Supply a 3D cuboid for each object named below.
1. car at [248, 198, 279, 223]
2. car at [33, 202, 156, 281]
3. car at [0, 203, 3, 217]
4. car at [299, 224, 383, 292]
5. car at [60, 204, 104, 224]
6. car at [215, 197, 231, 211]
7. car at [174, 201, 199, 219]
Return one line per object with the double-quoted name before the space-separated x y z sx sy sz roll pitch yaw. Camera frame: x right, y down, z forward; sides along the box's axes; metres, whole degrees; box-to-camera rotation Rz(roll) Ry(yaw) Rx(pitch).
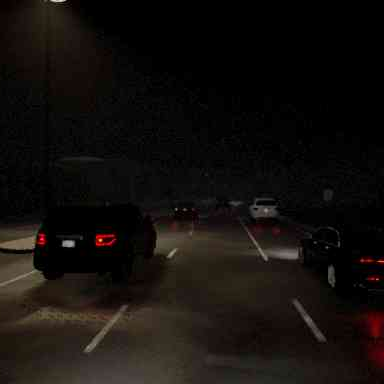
"car" 6.209 1.583 29.328 2.150 2.045 5.566 0 -1 6
"car" -2.617 1.315 10.322 2.150 2.045 5.566 0 -1 5
"car" -16.501 1.367 24.547 2.150 2.045 5.566 0 -1 6
"car" 4.323 1.637 9.188 1.837 1.490 4.892 0 -1 5
"car" -9.103 1.799 27.887 1.994 1.385 4.181 0 -1 6
"car" 4.739 1.810 51.386 2.150 2.045 5.566 0 -1 6
"car" -0.461 1.705 33.042 2.097 1.767 4.553 0 -1 6
